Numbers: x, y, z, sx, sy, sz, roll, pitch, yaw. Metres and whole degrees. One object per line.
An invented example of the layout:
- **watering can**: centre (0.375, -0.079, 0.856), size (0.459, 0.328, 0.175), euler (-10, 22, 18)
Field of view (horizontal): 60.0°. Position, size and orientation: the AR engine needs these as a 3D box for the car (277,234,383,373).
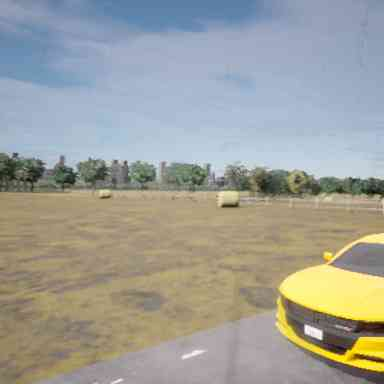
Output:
- **car**: centre (3.542, 1.481, 5.588), size (5.008, 1.535, 1.882), euler (0, 0, -35)
